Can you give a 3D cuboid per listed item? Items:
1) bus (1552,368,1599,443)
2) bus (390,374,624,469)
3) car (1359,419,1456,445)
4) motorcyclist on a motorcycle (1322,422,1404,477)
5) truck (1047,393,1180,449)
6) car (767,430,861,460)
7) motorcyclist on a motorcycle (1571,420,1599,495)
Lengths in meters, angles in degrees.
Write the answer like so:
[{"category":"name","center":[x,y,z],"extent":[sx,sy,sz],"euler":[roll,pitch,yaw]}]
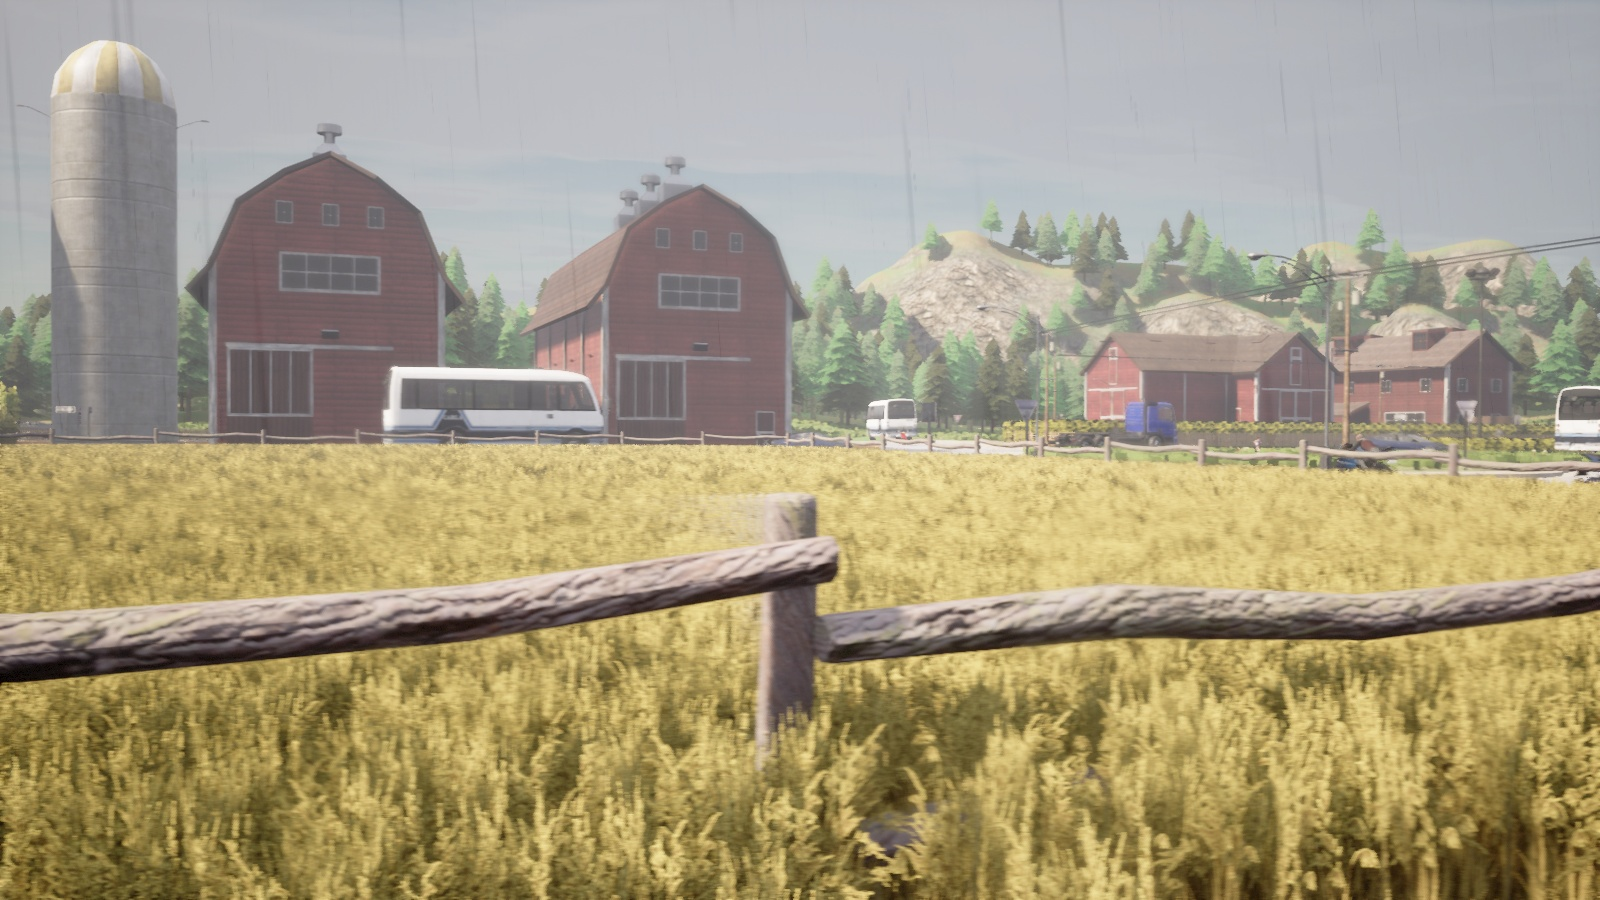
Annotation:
[{"category":"bus","center":[50.221,-2.616,74.430],"extent":[10.273,4.253,3.944],"euler":[-1,1,-18]},{"category":"bus","center":[-13.981,-1.420,60.014],"extent":[10.273,4.253,3.944],"euler":[-1,1,-24]},{"category":"car","center":[36.209,-1.042,74.917],"extent":[2.163,1.488,4.792],"euler":[-2,1,-45]},{"category":"motorcyclist on a motorcycle","center":[16.325,-0.035,36.480],"extent":[0.866,1.530,2.191],"euler":[-1,1,-21]},{"category":"truck","center":[20.111,-1.889,80.642],"extent":[7.936,3.462,2.891],"euler":[-1,2,-18]},{"category":"car","center":[0.707,-0.234,62.068],"extent":[4.181,1.385,1.994],"euler":[0,1,25]},{"category":"motorcyclist on a motorcycle","center":[16.861,0.155,25.285],"extent":[0.866,1.530,2.191],"euler":[-1,1,-21]}]
